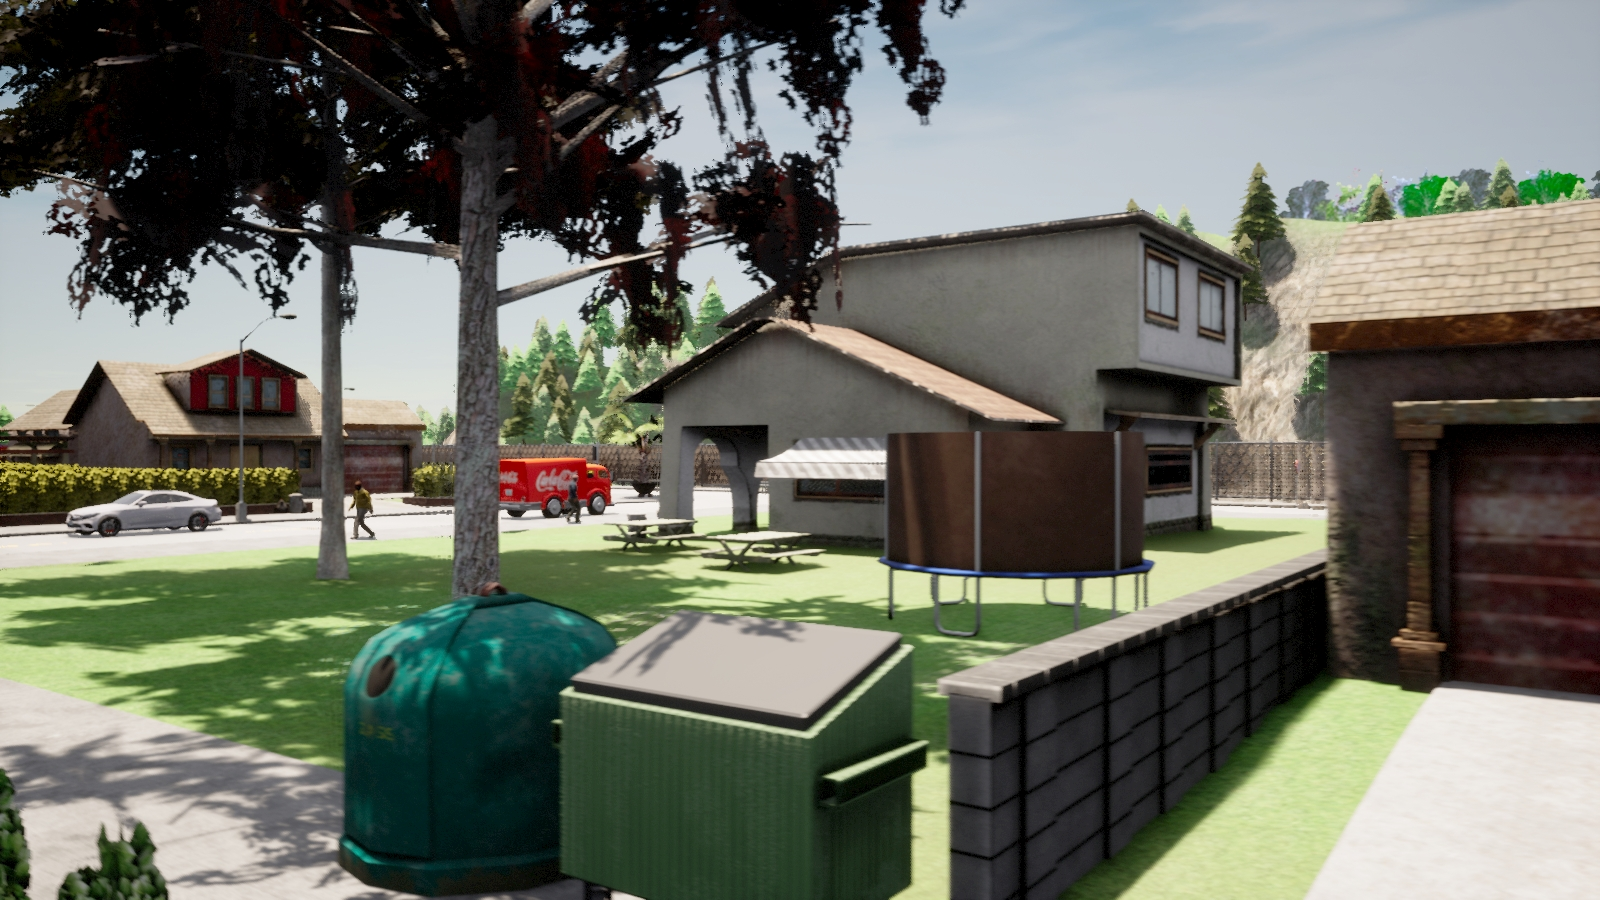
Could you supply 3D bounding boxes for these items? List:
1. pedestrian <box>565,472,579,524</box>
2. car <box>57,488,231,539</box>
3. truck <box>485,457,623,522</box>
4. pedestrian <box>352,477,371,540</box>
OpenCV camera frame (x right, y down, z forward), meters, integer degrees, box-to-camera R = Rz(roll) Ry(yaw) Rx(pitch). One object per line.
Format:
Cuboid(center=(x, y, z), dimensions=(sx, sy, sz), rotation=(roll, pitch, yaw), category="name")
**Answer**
Cuboid(center=(-8.327, 1.744, 41.726), dimensions=(0.375, 1.860, 0.375), rotation=(0, 0, -30), category="pedestrian")
Cuboid(center=(-21.966, 2.081, 38.422), dimensions=(2.002, 1.442, 4.674), rotation=(0, 0, 35), category="car")
Cuboid(center=(-10.230, 1.573, 47.883), dimensions=(2.627, 2.467, 5.204), rotation=(0, 0, 35), category="truck")
Cuboid(center=(-13.159, 1.742, 34.279), dimensions=(0.375, 1.860, 0.375), rotation=(0, 0, 35), category="pedestrian")
